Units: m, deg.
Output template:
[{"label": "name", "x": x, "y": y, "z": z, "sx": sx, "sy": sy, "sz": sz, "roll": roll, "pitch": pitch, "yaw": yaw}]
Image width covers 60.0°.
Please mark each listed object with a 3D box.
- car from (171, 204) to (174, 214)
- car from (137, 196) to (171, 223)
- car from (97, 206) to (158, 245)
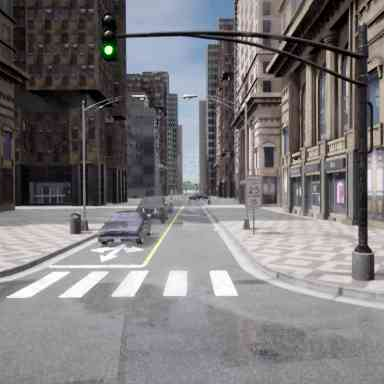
[{"label": "car", "x": -3.094, "y": 1.683, "z": 37.031, "sx": 1.812, "sy": 1.442, "sz": 4.674, "roll": 0, "pitch": 0, "yaw": 0}, {"label": "car", "x": -3.109, "y": 1.347, "z": 26.700, "sx": 2.150, "sy": 2.045, "sz": 5.566, "roll": 0, "pitch": 0, "yaw": -1}, {"label": "car", "x": -3.110, "y": 1.642, "z": 16.481, "sx": 2.033, "sy": 1.411, "sz": 5.357, "roll": 0, "pitch": 0, "yaw": 0}]
